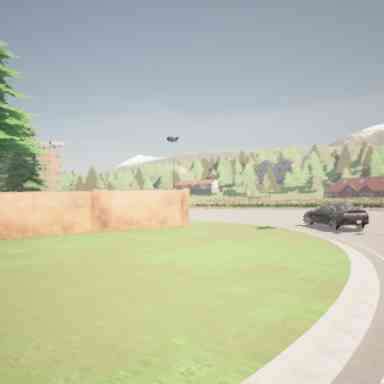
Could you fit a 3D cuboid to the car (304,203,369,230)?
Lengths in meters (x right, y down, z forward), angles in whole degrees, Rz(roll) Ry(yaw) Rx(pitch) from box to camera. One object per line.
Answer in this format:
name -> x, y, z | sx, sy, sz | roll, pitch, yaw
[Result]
car -> 8.807, 1.463, 20.740 | 2.128, 1.511, 4.902 | -1, -1, -9
